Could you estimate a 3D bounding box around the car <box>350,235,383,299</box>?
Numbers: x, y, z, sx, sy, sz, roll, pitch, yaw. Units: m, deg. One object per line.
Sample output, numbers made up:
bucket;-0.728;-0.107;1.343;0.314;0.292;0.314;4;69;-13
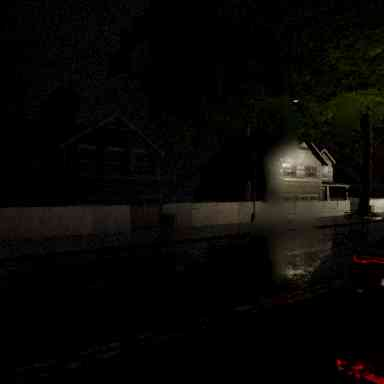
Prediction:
car;5.536;1.477;7.393;5.008;1.535;1.882;0;0;-36
